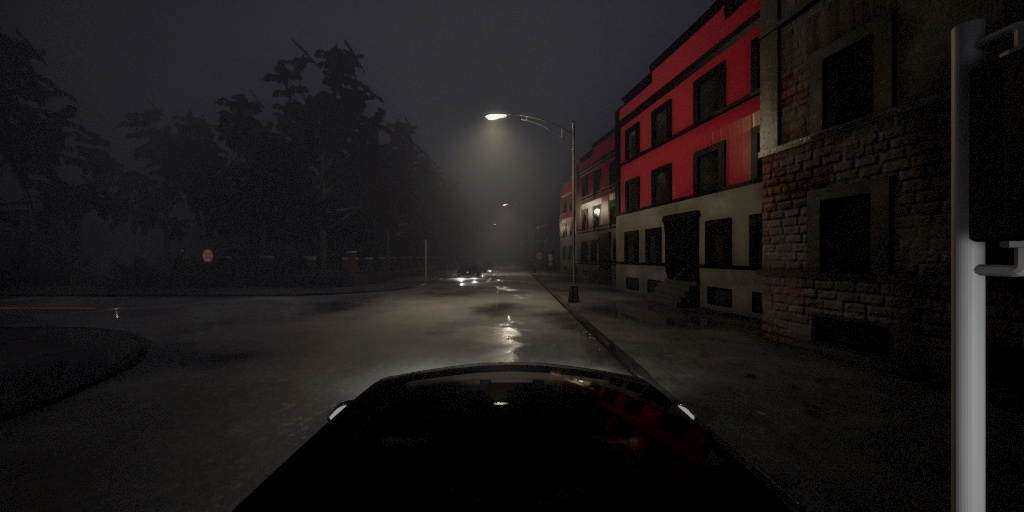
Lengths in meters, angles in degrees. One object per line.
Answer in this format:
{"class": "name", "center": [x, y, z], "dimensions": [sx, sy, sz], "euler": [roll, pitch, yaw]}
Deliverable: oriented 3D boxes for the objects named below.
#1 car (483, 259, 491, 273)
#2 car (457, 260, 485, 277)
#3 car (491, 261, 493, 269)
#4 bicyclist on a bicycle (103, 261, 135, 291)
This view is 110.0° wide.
{"class": "car", "center": [-4.017, 1.297, 43.939], "dimensions": [2.033, 1.411, 5.357], "euler": [0, 0, 0]}
{"class": "car", "center": [-4.036, 1.314, 34.647], "dimensions": [1.994, 1.385, 4.181], "euler": [0, 0, 0]}
{"class": "car", "center": [-3.971, 1.228, 54.351], "dimensions": [1.882, 1.535, 5.008], "euler": [0, 0, 0]}
{"class": "bicyclist on a bicycle", "center": [-21.814, 1.099, 19.925], "dimensions": [0.582, 1.620, 1.656], "euler": [0, 0, 0]}
